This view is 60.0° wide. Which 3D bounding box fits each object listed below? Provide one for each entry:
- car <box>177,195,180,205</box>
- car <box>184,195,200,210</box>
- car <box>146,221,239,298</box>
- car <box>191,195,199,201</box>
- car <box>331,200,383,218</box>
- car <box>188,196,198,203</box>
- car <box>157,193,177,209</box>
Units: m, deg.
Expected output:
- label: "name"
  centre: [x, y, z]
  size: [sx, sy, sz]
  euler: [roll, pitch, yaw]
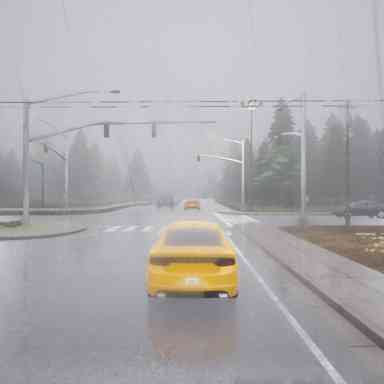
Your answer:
- label: "car"
  centre: [-3.540, 1.352, 55.991]
  size: [2.097, 1.767, 4.553]
  euler: [0, 0, 0]
- label: "car"
  centre: [0.017, 1.478, 42.215]
  size: [1.882, 1.535, 5.008]
  euler: [0, 0, 0]
- label: "car"
  centre: [0.049, 1.474, 8.552]
  size: [1.882, 1.535, 5.008]
  euler: [0, 0, 1]
- label: "car"
  centre: [0.696, 1.442, 83.168]
  size: [1.837, 1.490, 4.892]
  euler: [0, 0, 2]
- label: "car"
  centre: [14.910, 1.531, 29.530]
  size: [4.892, 1.490, 1.837]
  euler: [0, 0, 1]
- label: "car"
  centre: [0.297, 1.537, 72.776]
  size: [2.033, 1.411, 5.357]
  euler: [0, 0, 2]
- label: "car"
  centre: [-3.595, 1.221, 45.697]
  size: [2.150, 2.045, 5.566]
  euler: [0, 0, -1]
